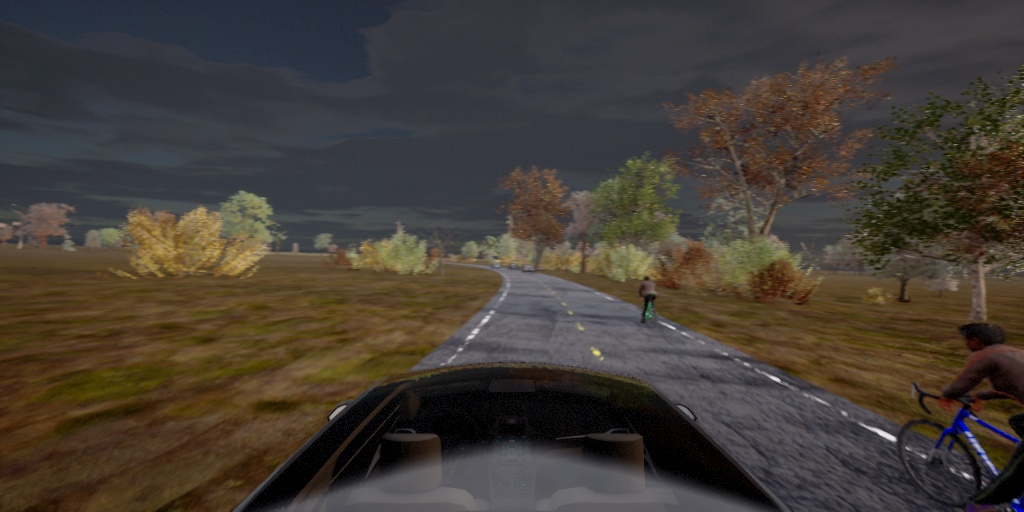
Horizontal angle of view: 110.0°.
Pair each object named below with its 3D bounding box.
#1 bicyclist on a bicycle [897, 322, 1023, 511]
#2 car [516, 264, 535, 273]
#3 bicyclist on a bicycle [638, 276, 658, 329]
[{"bbox_3d":[3.707,1.347,2.695,0.582,1.620,1.656,2,-1,6],"label":"bicyclist on a bicycle"},{"bbox_3d":[2.506,2.112,59.425,2.033,1.411,5.357,2,-1,-6],"label":"car"},{"bbox_3d":[4.444,1.485,11.757,0.582,1.620,1.656,2,-1,4],"label":"bicyclist on a bicycle"}]
